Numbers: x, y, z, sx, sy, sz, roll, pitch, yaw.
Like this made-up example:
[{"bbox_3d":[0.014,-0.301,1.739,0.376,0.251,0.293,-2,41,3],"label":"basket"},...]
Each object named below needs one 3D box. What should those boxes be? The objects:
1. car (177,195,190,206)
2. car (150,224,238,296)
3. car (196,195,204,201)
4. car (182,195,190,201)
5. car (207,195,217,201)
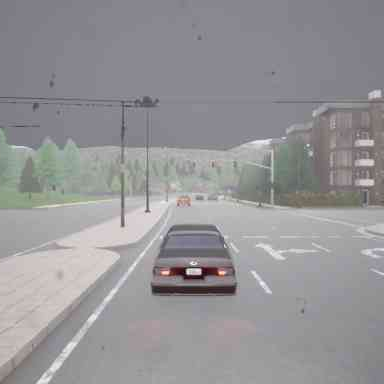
[{"bbox_3d":[-1.359,1.377,54.533,2.097,1.767,4.553,0,0,-1],"label":"car"},{"bbox_3d":[0.042,1.552,8.788,2.033,1.411,5.357,0,0,0],"label":"car"},{"bbox_3d":[1.976,1.517,85.397,1.882,1.535,5.008,0,0,0],"label":"car"},{"bbox_3d":[-1.523,1.562,85.358,1.812,1.442,4.674,0,0,0],"label":"car"},{"bbox_3d":[5.476,1.579,85.405,2.033,1.411,5.357,0,0,0],"label":"car"}]
